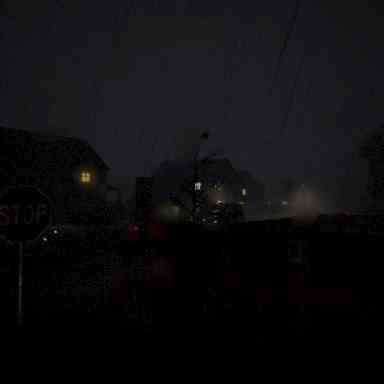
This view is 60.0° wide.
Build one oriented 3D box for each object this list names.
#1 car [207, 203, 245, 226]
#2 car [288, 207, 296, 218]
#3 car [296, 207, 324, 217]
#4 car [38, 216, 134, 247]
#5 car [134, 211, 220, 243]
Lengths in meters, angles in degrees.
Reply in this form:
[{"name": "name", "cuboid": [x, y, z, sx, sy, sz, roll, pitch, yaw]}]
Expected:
[{"name": "car", "cuboid": [2.564, 1.952, 28.561, 2.150, 2.045, 5.566, 1, -1, 35]}, {"name": "car", "cuboid": [14.757, 2.859, 45.696, 2.128, 1.511, 4.902, 1, -1, 35]}, {"name": "car", "cuboid": [15.009, 2.788, 41.182, 2.128, 1.511, 4.902, 1, -1, 36]}, {"name": "car", "cuboid": [-5.496, 1.928, 17.142, 1.895, 1.301, 4.718, 1, -1, 35]}, {"name": "car", "cuboid": [-0.908, 2.027, 18.786, 2.033, 1.411, 5.357, 1, -1, 38]}]
